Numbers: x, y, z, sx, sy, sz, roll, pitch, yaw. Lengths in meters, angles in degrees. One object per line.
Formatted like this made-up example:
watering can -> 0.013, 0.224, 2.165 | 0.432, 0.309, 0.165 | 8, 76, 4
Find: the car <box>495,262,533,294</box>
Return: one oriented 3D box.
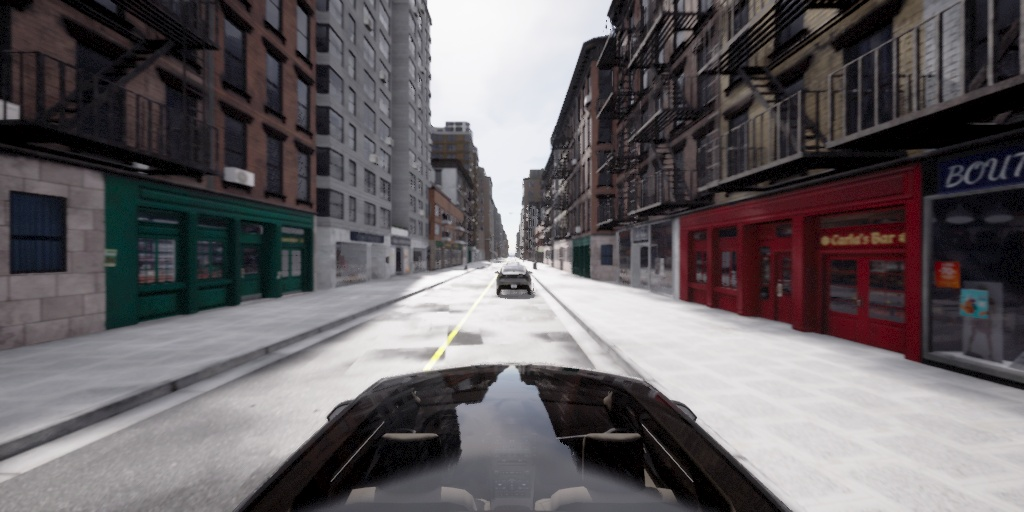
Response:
car -> 0.100, 1.255, 20.306 | 1.837, 1.490, 4.892 | 0, 0, 0
